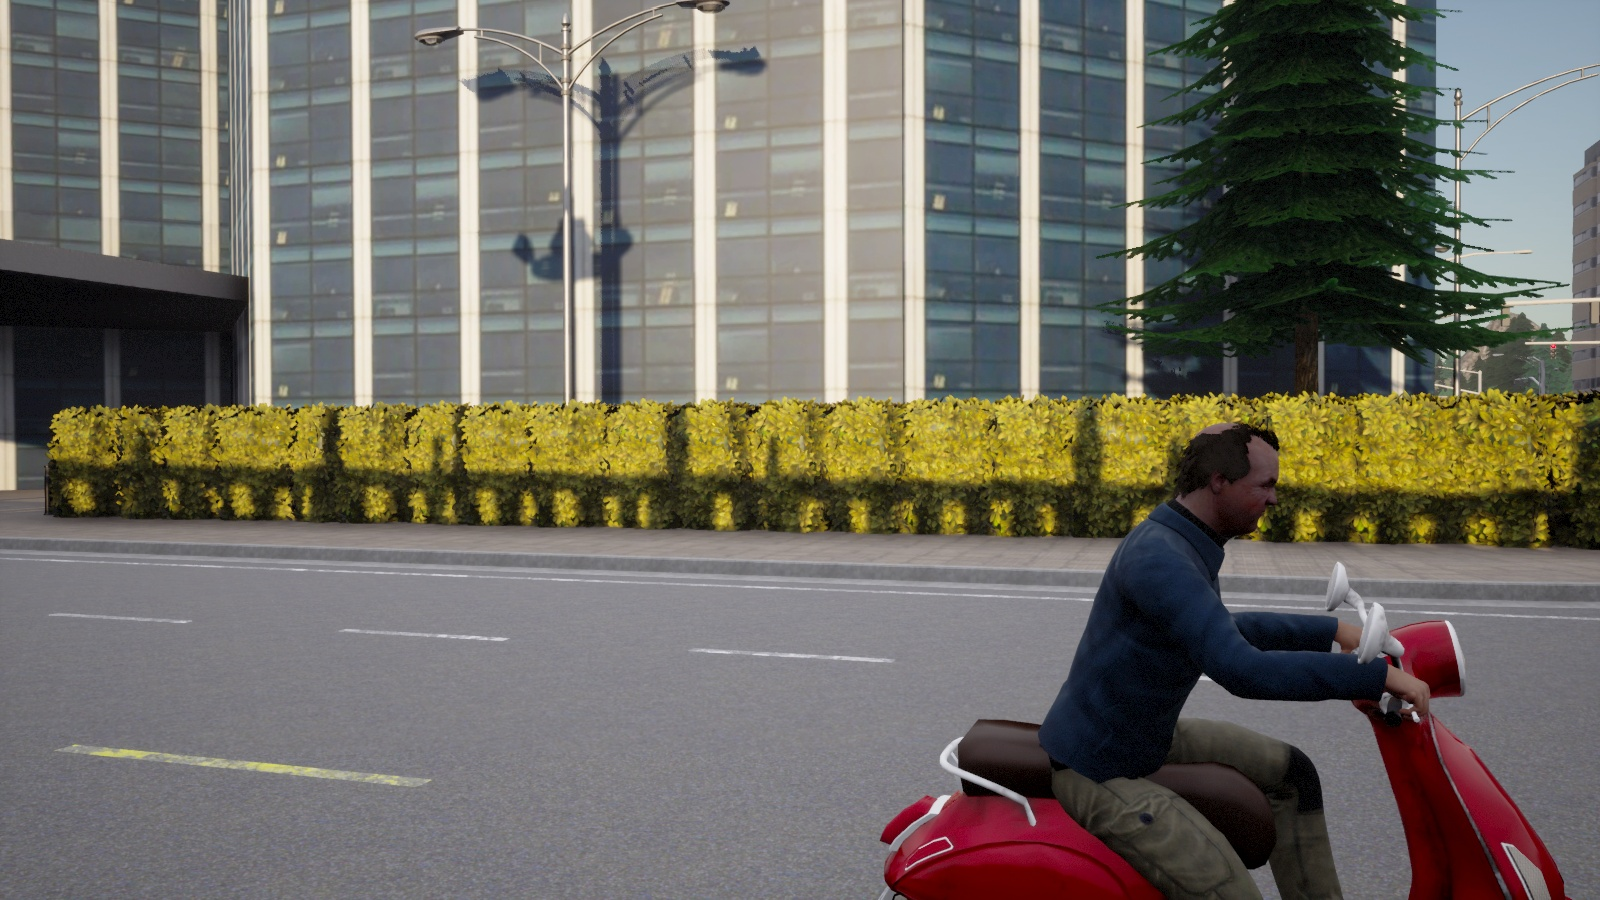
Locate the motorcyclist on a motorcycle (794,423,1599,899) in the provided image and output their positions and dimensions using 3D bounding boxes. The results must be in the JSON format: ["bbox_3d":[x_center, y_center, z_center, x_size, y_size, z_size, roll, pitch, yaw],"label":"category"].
[{"bbox_3d":[0.986,0.738,2.871,1.817,1.590,0.866,1,1,18],"label":"motorcyclist on a motorcycle"}]
